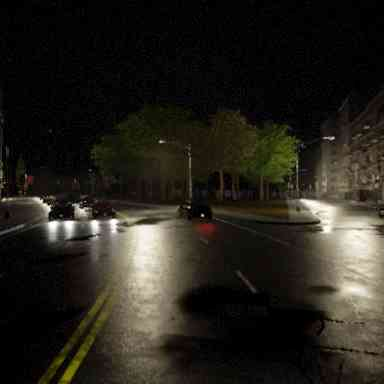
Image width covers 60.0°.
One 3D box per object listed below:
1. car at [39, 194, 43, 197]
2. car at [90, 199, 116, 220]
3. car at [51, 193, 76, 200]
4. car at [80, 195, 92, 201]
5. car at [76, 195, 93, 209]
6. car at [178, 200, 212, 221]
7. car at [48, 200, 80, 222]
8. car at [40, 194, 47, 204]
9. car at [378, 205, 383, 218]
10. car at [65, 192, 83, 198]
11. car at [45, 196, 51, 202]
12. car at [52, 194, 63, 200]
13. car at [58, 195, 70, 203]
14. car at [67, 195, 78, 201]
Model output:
[{"bbox_3d":[-37.378,1.365,84.082,1.837,1.490,4.892,-1,0,-27],"label":"car"},{"bbox_3d":[-7.637,1.528,28.851,1.812,1.442,4.674,-1,0,-17],"label":"car"},{"bbox_3d":[-16.819,1.443,43.328,2.097,1.767,4.553,-1,0,-25],"label":"car"},{"bbox_3d":[-27.466,1.487,86.107,2.033,1.411,5.357,-1,0,-27],"label":"car"},{"bbox_3d":[-14.261,1.538,45.566,1.837,1.490,4.892,-1,0,-25],"label":"car"},{"bbox_3d":[0.189,1.381,26.350,1.837,1.490,4.892,-1,1,-14],"label":"car"},{"bbox_3d":[-10.727,1.648,27.739,1.994,1.385,4.181,-1,0,-17],"label":"car"},{"bbox_3d":[-30.318,1.712,70.200,1.895,1.301,4.718,-1,0,-27],"label":"car"},{"bbox_3d":[15.986,1.444,25.945,1.812,1.442,4.674,0,0,16],"label":"car"},{"bbox_3d":[-21.082,1.262,59.154,2.150,2.045,5.566,-1,1,-26],"label":"car"},{"bbox_3d":[-23.306,1.703,56.368,1.895,1.301,4.718,-1,0,-26],"label":"car"},{"bbox_3d":[-35.155,1.228,86.877,2.033,1.411,5.357,-1,0,-27],"label":"car"},{"bbox_3d":[-28.008,1.539,72.824,1.882,1.535,5.008,-1,0,-27],"label":"car"},{"bbox_3d":[-30.362,1.544,84.635,2.033,1.411,5.357,-1,0,-27],"label":"car"}]
